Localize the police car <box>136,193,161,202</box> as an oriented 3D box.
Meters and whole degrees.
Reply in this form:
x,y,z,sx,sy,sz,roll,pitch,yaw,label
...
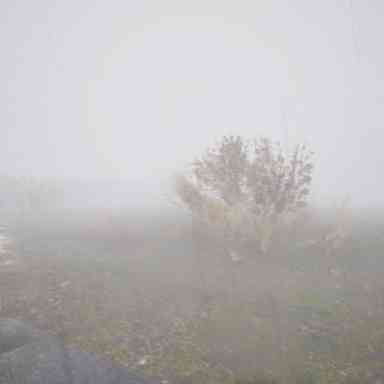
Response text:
x,y,z,sx,sy,sz,roll,pitch,yaw,label
-7.615,0.928,58.359,1.930,1.638,5.238,0,0,35,police car
